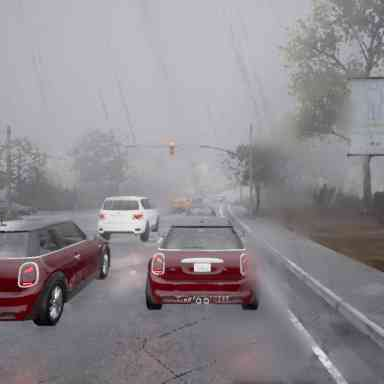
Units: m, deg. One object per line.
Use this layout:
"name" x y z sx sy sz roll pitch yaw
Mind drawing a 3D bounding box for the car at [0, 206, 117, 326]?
"car" -3.290 1.352 7.247 2.097 1.767 4.553 0 0 1

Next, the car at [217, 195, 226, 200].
"car" 7.693 1.392 85.668 1.812 1.442 4.674 0 0 10

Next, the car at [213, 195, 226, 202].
"car" 6.001 1.590 75.576 1.895 1.301 4.718 0 0 9

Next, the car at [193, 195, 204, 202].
"car" 1.096 1.352 65.291 2.097 1.767 4.553 0 0 8

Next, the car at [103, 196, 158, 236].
"car" -3.046 1.221 16.924 2.150 2.045 5.566 0 0 2

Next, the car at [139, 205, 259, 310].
"car" 0.219 1.352 7.992 2.097 1.767 4.553 0 0 1

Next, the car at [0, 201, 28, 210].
"car" -17.187 1.547 30.677 5.357 1.411 2.033 0 0 9

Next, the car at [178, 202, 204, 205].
"car" 0.473 1.492 17.199 2.128 1.511 4.902 0 0 2

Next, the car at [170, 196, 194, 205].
"car" -1.362 1.478 41.743 1.882 1.535 5.008 1 0 10
